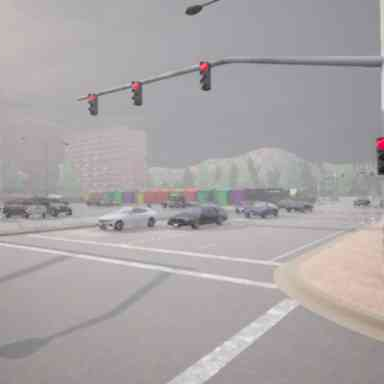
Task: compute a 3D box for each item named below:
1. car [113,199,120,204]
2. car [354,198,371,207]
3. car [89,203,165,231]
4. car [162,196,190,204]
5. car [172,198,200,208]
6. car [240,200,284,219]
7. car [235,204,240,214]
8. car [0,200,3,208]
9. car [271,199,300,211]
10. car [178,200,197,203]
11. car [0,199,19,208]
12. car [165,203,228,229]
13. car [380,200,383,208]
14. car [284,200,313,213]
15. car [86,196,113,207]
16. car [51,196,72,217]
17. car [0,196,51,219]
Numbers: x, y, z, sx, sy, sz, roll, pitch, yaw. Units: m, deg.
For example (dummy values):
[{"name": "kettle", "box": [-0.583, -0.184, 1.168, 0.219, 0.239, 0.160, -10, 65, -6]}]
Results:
[{"name": "car", "box": [-15.201, 1.927, 61.975, 3.905, 1.438, 1.784, -1, 0, 35]}, {"name": "car", "box": [26.800, 1.610, 52.265, 2.128, 1.511, 4.902, -1, 0, 37]}, {"name": "car", "box": [-4.295, 1.719, 22.563, 1.812, 1.442, 4.674, -1, 0, 38]}, {"name": "car", "box": [-2.624, 1.520, 49.538, 3.866, 1.878, 1.905, -1, 0, 35]}, {"name": "car", "box": [-0.939, 1.761, 51.893, 3.806, 1.475, 1.970, -1, 0, 35]}, {"name": "car", "box": [6.702, 1.682, 31.545, 1.812, 1.442, 4.674, -1, 0, 37]}, {"name": "car", "box": [6.591, 1.688, 37.250, 2.128, 1.511, 4.902, -1, 0, 37]}, {"name": "car", "box": [-35.610, 2.123, 59.245, 3.806, 1.475, 1.970, -1, 0, 35]}, {"name": "car", "box": [12.942, 1.745, 45.683, 2.033, 1.411, 5.357, -1, 0, 37]}, {"name": "car", "box": [1.103, 1.721, 29.897, 1.812, 1.442, 4.674, -1, 0, 37]}, {"name": "car", "box": [-33.936, 2.092, 61.607, 3.905, 1.438, 1.784, -1, 0, 35]}, {"name": "car", "box": [0.545, 1.702, 23.291, 2.033, 1.411, 5.357, -1, 0, 36]}, {"name": "car", "box": [29.668, 1.627, 50.239, 2.033, 1.411, 5.357, -1, 0, 36]}, {"name": "car", "box": [13.010, 1.705, 39.975, 2.033, 1.411, 5.357, -1, 0, 37]}, {"name": "car", "box": [-16.930, 1.716, 59.650, 4.605, 1.855, 1.932, -1, 0, 35]}, {"name": "car", "box": [-13.939, 1.511, 33.505, 3.866, 1.878, 1.905, -1, 0, 35]}, {"name": "car", "box": [-15.656, 1.508, 31.175, 4.605, 1.855, 1.932, -1, 0, 35]}]
